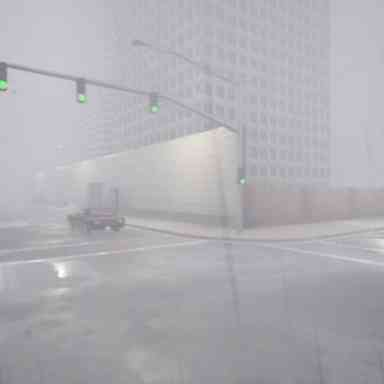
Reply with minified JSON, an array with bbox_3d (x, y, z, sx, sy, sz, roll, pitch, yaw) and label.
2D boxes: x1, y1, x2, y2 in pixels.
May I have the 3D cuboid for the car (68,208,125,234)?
[{"bbox_3d":[-5.600,1.568,18.992,1.895,1.301,4.718,0,0,-35],"label":"car"}]
